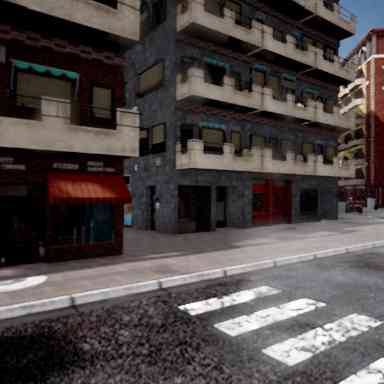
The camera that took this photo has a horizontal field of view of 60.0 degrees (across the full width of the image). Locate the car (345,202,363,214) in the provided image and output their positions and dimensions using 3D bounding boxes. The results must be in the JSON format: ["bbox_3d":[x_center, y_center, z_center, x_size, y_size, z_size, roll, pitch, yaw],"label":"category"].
[{"bbox_3d":[17.890,1.794,38.315,1.895,1.301,4.718,0,0,5],"label":"car"}]
